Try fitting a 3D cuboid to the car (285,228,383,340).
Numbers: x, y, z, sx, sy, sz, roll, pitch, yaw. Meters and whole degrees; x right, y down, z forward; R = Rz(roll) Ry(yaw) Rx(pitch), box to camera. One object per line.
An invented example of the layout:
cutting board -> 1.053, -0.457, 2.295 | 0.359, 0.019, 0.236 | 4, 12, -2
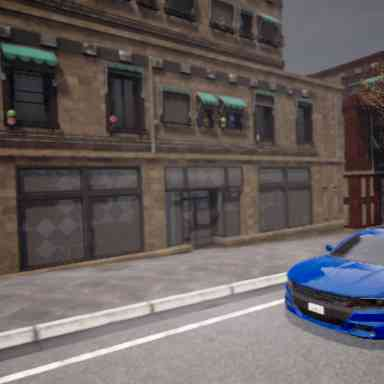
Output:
car -> 3.902, 1.472, 6.431 | 5.008, 1.535, 1.882 | 0, 0, -35
